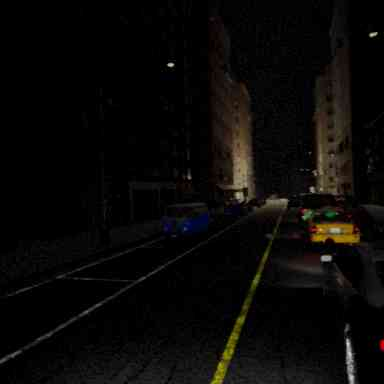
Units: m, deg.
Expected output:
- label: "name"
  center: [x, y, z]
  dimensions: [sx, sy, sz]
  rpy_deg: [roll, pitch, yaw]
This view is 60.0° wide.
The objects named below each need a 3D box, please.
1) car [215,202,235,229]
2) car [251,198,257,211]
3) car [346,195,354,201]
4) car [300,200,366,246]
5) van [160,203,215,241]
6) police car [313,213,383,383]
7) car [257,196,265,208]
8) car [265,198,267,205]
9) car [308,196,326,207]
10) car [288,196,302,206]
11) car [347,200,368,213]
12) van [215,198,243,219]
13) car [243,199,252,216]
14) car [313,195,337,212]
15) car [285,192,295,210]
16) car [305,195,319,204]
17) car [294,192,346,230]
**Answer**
- label: "car"
  center: [1.332, 1.650, 22.223]
  dimensions: [2.008, 1.369, 4.403]
  rpy_deg: [-2, 0, 16]
- label: "car"
  center: [6.019, 1.635, 38.048]
  dimensions: [1.802, 1.307, 4.206]
  rpy_deg: [-2, 0, 16]
- label: "car"
  center: [11.056, 1.121, 25.080]
  dimensions: [2.192, 1.841, 5.009]
  rpy_deg: [-2, 0, 16]
- label: "car"
  center: [5.883, 1.359, 14.475]
  dimensions: [1.801, 1.575, 5.366]
  rpy_deg: [-2, 0, 16]
- label: "van"
  center: [-0.236, 1.457, 16.951]
  dimensions: [1.690, 1.788, 3.998]
  rpy_deg: [-2, 0, 16]
- label: "police car"
  center: [3.021, 1.359, 4.809]
  dimensions: [1.930, 1.638, 5.238]
  rpy_deg: [-2, 0, 16]
- label: "car"
  center: [9.141, 1.589, 48.598]
  dimensions: [1.947, 1.339, 4.313]
  rpy_deg: [-2, 0, 16]
- label: "car"
  center: [10.703, 1.591, 53.874]
  dimensions: [1.802, 1.307, 4.206]
  rpy_deg: [-2, 0, 16]
- label: "car"
  center: [17.310, 1.296, 46.179]
  dimensions: [2.008, 1.369, 4.403]
  rpy_deg: [-2, 0, 16]
- label: "car"
  center: [16.421, 1.386, 53.229]
  dimensions: [1.994, 1.385, 4.181]
  rpy_deg: [-2, 0, 16]
- label: "car"
  center: [9.504, 1.403, 19.803]
  dimensions: [1.802, 1.307, 4.206]
  rpy_deg: [-2, 0, 16]
- label: "van"
  center: [2.887, 1.425, 27.500]
  dimensions: [1.690, 1.788, 3.998]
  rpy_deg: [-2, 0, 16]
- label: "car"
  center: [4.456, 1.634, 32.773]
  dimensions: [1.947, 1.339, 4.313]
  rpy_deg: [-2, 0, 16]
- label: "car"
  center: [14.184, 1.215, 35.630]
  dimensions: [1.967, 1.590, 4.097]
  rpy_deg: [-2, 0, 16]
- label: "car"
  center: [12.816, 1.206, 40.992]
  dimensions: [2.097, 1.767, 4.553]
  rpy_deg: [-2, 0, 17]
- label: "car"
  center: [20.434, 1.283, 56.729]
  dimensions: [1.947, 1.339, 4.313]
  rpy_deg: [-2, 0, 16]
- label: "car"
  center: [7.534, 1.111, 20.077]
  dimensions: [2.150, 2.045, 5.566]
  rpy_deg: [-2, 0, 16]
